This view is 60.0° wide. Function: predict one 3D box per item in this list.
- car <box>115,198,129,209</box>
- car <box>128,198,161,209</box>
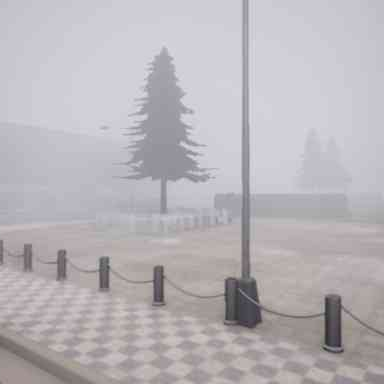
[{"bbox_3d":[-8.969,1.614,47.795,1.812,1.442,4.674,0,0,36],"label":"car"},{"bbox_3d":[-6.084,1.605,45.822,1.812,1.442,4.674,0,0,36],"label":"car"}]
